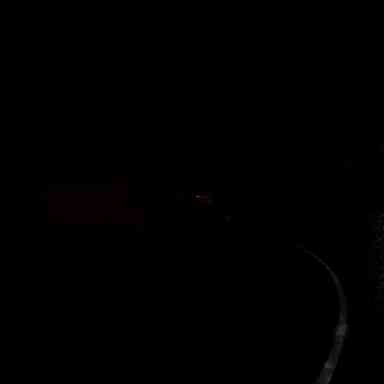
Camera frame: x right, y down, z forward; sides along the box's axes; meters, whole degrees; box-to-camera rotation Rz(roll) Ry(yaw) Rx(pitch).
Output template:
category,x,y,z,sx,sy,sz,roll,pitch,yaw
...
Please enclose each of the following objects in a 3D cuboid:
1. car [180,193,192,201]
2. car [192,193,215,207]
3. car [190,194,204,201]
category,x,y,z,sx,sy,sz,roll,pitch,yaw
car,-1.406,1.310,74.983,1.895,1.301,4.718,-1,0,-14
car,1.833,1.273,47.203,1.882,1.535,5.008,-1,0,-14
car,1.155,1.199,79.193,2.128,1.511,4.902,-1,0,-14
